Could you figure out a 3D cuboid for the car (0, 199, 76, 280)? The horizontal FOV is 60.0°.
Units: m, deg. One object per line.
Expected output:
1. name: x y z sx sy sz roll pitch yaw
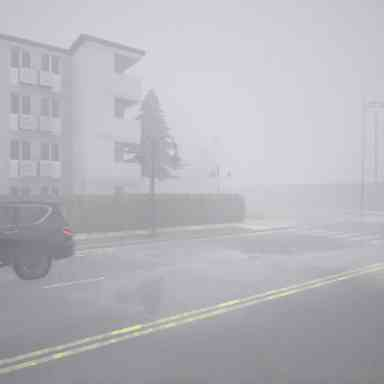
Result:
1. car: -5.863 1.222 8.397 5.566 2.045 2.150 0 0 -35
